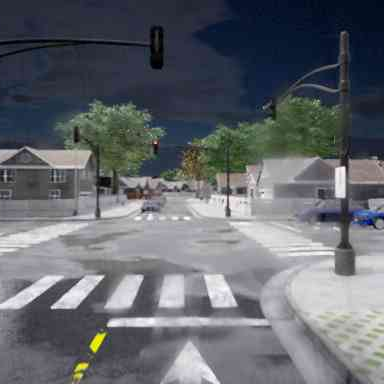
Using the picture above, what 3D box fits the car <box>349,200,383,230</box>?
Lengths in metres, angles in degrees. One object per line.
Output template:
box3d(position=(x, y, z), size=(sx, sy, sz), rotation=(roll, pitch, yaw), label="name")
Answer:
box3d(position=(12.280, 1.389, 19.908), size=(5.008, 1.535, 1.882), rotation=(0, 0, -2), label="car")

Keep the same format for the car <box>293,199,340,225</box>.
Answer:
box3d(position=(9.411, 1.293, 23.061), size=(4.553, 1.767, 2.097), rotation=(0, 0, -2), label="car")

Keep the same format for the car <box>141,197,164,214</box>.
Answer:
box3d(position=(-4.254, 1.518, 35.110), size=(1.994, 1.385, 4.181), rotation=(0, 0, -3), label="car")

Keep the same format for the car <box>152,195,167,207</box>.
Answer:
box3d(position=(-4.870, 1.287, 46.021), size=(2.097, 1.767, 4.553), rotation=(0, 0, -3), label="car")

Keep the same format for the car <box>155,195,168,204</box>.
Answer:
box3d(position=(-5.812, 1.391, 64.220), size=(2.128, 1.511, 4.902), rotation=(0, 0, -2), label="car")
